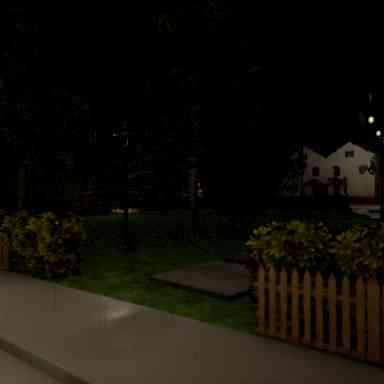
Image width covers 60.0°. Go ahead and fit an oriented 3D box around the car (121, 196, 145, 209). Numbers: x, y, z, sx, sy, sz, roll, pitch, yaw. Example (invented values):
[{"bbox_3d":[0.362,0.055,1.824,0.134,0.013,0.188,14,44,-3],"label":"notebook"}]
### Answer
[{"bbox_3d":[-8.457,1.582,51.760,2.150,2.045,5.566,-1,0,36],"label":"car"}]
